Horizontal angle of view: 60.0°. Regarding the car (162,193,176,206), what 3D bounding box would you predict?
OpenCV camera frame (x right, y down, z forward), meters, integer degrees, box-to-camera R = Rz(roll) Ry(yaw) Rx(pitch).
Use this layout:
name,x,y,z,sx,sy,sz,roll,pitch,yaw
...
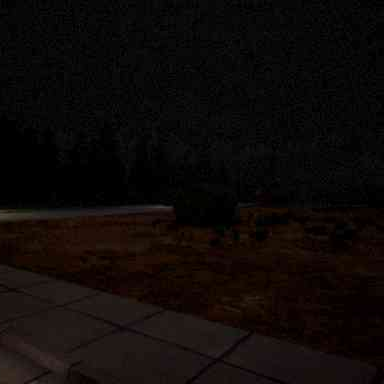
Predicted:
name,x,y,z,sx,sy,sz,roll,pitch,yaw
car,-2.160,1.100,50.949,2.150,2.045,5.566,0,0,37
